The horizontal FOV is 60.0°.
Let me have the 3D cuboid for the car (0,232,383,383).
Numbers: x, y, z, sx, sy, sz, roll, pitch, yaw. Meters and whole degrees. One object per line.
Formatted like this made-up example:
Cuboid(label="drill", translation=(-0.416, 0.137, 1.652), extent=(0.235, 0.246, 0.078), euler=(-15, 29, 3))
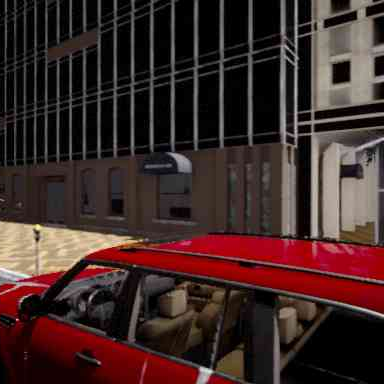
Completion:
Cuboid(label="car", translation=(-0.064, 1.304, 2.927), extent=(5.009, 1.841, 2.192), euler=(0, 0, 36))
